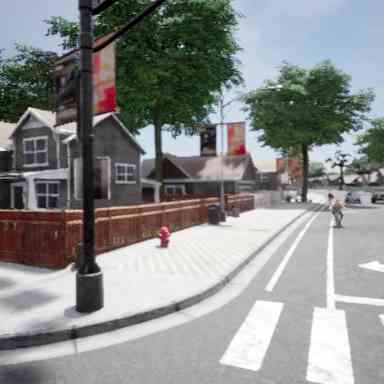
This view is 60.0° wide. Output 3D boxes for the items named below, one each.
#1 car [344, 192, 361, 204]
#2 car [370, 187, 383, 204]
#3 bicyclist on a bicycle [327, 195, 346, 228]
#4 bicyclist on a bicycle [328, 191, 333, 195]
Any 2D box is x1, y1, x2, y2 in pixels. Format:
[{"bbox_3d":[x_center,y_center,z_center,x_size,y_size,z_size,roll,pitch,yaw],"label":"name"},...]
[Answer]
[{"bbox_3d":[20.683,0.704,42.946,1.812,1.442,4.674,0,1,24],"label":"car"},{"bbox_3d":[23.642,0.388,41.607,2.150,2.045,5.566,0,1,24],"label":"car"},{"bbox_3d":[7.803,1.104,17.854,0.866,1.612,1.509,0,1,21],"label":"bicyclist on a bicycle"},{"bbox_3d":[13.107,0.807,31.557,0.659,1.776,1.843,-2,-1,25],"label":"bicyclist on a bicycle"}]
